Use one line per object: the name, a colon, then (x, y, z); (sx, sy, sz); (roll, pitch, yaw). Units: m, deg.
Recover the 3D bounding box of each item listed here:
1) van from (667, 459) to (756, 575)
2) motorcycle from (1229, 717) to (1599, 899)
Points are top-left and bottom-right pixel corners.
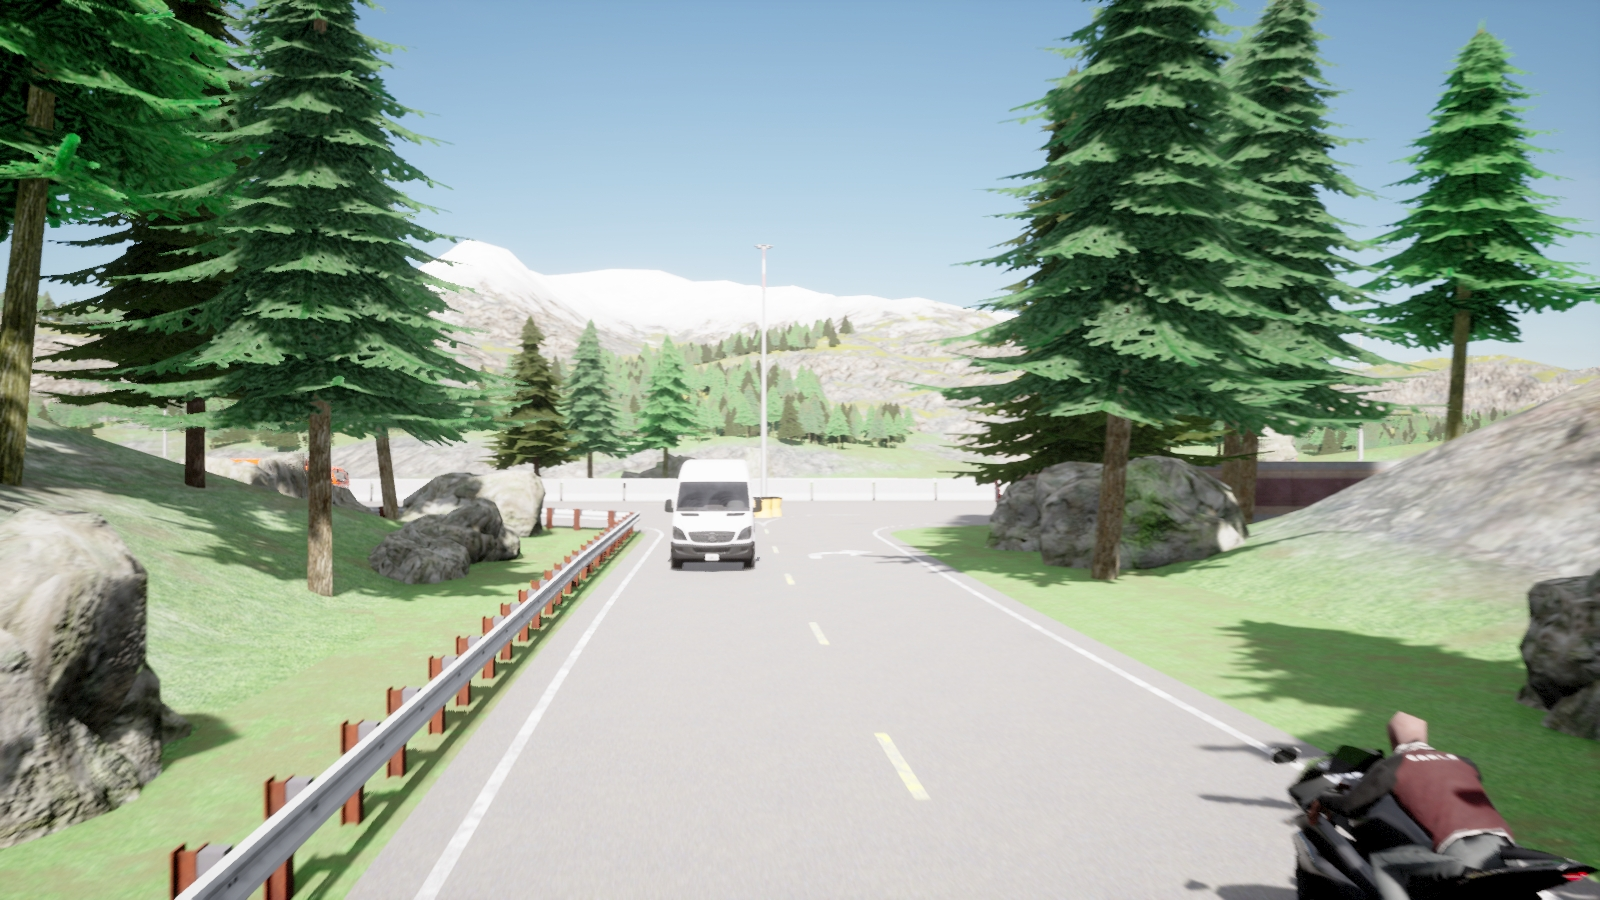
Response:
van: (-2.110, 1.529, 28.605); (1.988, 2.561, 5.915); (0, 0, -3)
motorcycle: (3.019, 2.199, 5.603); (0.867, 1.251, 2.209); (0, 0, -4)
